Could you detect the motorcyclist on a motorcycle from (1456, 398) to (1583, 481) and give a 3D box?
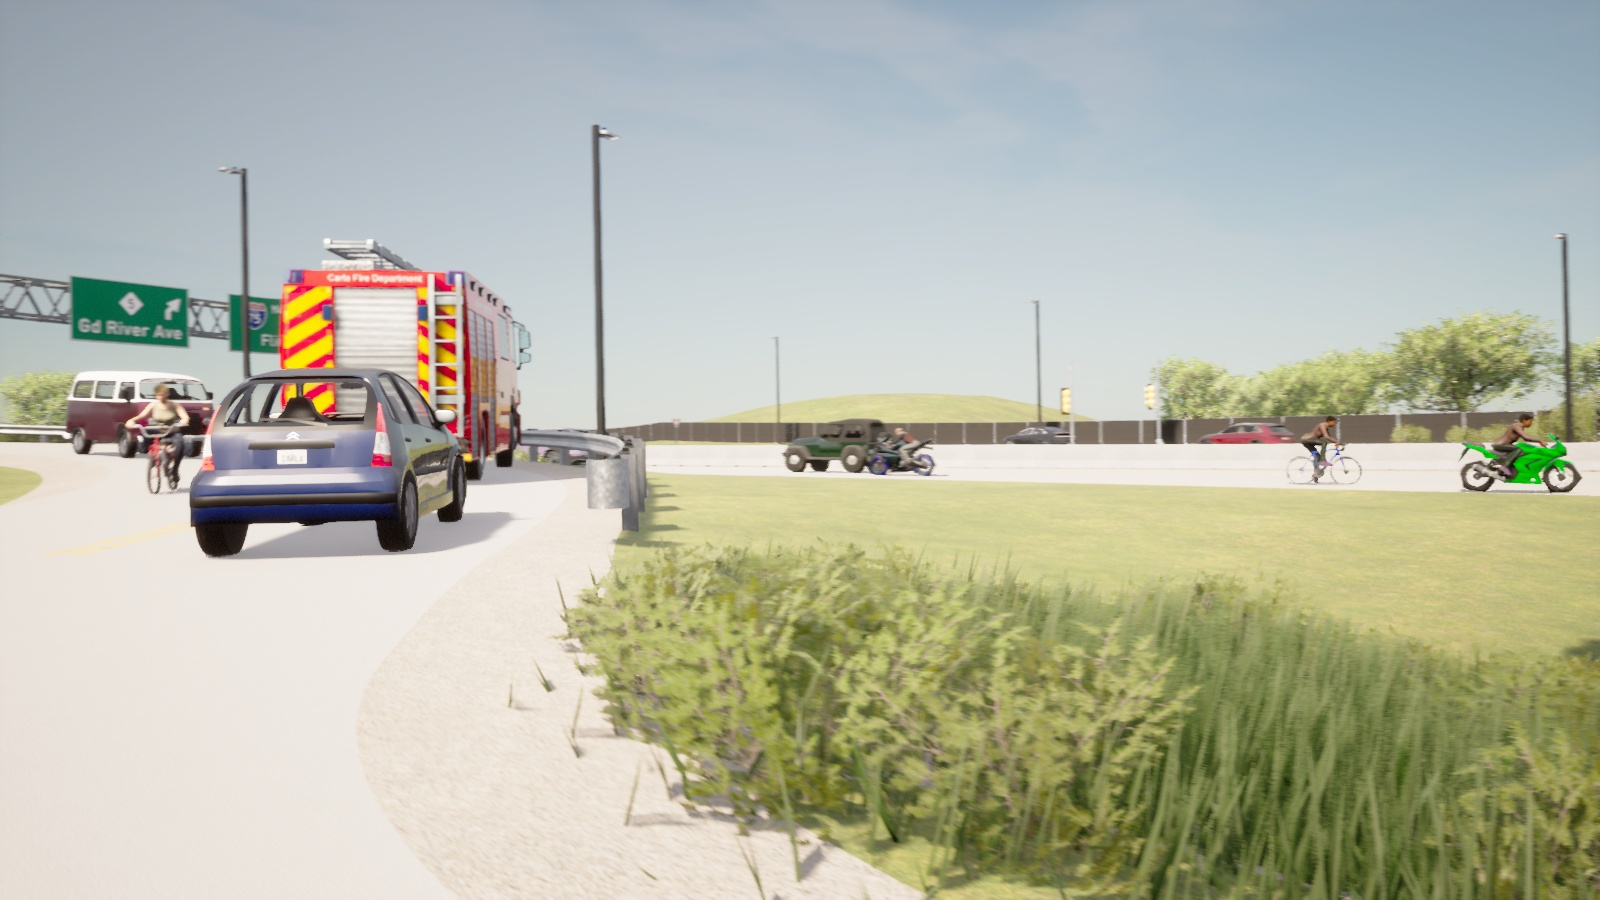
[{"bbox_3d":[13.756,-0.187,24.030,2.044,1.523,0.797,-1,0,31],"label":"motorcyclist on a motorcycle"}]

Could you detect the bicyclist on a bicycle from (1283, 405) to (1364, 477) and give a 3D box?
[{"bbox_3d":[12.133,-0.194,29.125,1.656,1.620,0.582,-1,0,31],"label":"bicyclist on a bicycle"}]

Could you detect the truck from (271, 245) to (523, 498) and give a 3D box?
[{"bbox_3d":[-7.085,-1.348,23.452,2.891,3.827,8.468,-1,2,-7],"label":"truck"}]

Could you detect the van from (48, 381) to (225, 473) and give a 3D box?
[{"bbox_3d":[-15.846,-0.575,29.914,4.480,2.038,2.069,1,2,39],"label":"van"}]

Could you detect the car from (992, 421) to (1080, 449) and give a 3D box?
[{"bbox_3d":[13.379,-0.844,71.422,2.128,1.511,4.902,-2,1,-32],"label":"car"}]

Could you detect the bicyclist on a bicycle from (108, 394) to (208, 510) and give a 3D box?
[{"bbox_3d":[-9.417,-0.001,18.485,0.866,1.612,1.509,-3,3,-12],"label":"bicyclist on a bicycle"}]

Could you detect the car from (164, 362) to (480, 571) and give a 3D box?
[{"bbox_3d":[-4.357,0.060,12.151,1.851,1.617,3.988,-2,2,-6],"label":"car"}]

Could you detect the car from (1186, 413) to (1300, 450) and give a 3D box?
[{"bbox_3d":[20.846,-0.849,59.295,2.033,1.649,4.856,-2,1,-32],"label":"car"}]

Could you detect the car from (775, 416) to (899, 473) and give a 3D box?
[{"bbox_3d":[1.273,-0.177,43.971,3.866,1.878,1.905,-1,0,31],"label":"car"}]

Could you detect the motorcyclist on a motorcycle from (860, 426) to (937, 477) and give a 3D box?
[{"bbox_3d":[3.049,0.040,38.785,2.191,1.530,0.866,-1,0,31],"label":"motorcyclist on a motorcycle"}]

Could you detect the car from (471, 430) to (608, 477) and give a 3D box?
[{"bbox_3d":[-9.693,0.149,46.577,4.856,1.649,2.033,-1,0,31],"label":"car"}]
